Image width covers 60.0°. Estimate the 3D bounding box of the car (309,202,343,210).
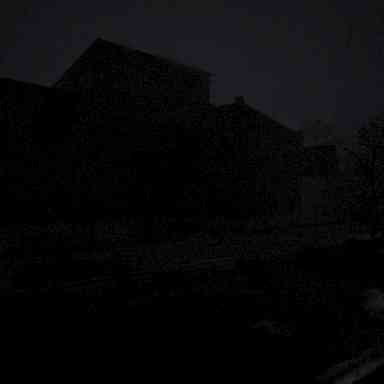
[{"bbox_3d":[20.319,2.127,50.301,4.718,1.301,1.895,1,-1,35],"label":"car"}]
